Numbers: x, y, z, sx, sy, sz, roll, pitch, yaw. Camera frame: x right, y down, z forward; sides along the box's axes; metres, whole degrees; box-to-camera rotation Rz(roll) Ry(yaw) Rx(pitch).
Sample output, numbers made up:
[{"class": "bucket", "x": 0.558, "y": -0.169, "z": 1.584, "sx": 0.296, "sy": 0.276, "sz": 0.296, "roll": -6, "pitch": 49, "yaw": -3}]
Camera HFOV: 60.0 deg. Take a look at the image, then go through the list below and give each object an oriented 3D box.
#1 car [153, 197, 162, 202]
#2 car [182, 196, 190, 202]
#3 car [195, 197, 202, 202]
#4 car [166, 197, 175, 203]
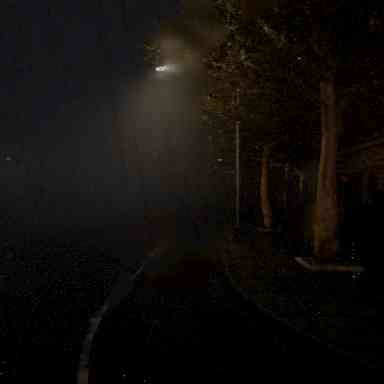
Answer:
[{"class": "car", "x": -9.109, "y": 2.062, "z": 89.118, "sx": 2.033, "sy": 1.411, "sz": 5.357, "roll": 0, "pitch": 0, "yaw": 4}, {"class": "car", "x": -1.707, "y": 1.856, "z": 94.752, "sx": 2.097, "sy": 1.767, "sz": 4.553, "roll": 0, "pitch": 0, "yaw": 4}, {"class": "car", "x": 1.787, "y": 2.034, "z": 94.544, "sx": 2.128, "sy": 1.511, "sz": 4.902, "roll": 0, "pitch": 0, "yaw": 4}, {"class": "car", "x": -5.616, "y": 2.070, "z": 88.887, "sx": 2.033, "sy": 1.411, "sz": 5.357, "roll": 0, "pitch": 0, "yaw": 4}]
